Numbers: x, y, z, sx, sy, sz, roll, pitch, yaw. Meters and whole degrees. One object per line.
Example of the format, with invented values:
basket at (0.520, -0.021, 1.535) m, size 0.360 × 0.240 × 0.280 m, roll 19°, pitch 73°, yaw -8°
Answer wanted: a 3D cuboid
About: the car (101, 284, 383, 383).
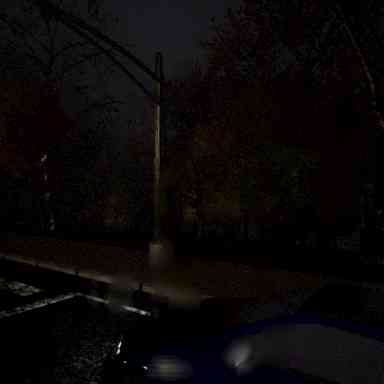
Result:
car at (1.146, 1.564, 2.865) m, size 4.181 × 1.385 × 1.994 m, roll 0°, pitch 0°, yaw 35°
